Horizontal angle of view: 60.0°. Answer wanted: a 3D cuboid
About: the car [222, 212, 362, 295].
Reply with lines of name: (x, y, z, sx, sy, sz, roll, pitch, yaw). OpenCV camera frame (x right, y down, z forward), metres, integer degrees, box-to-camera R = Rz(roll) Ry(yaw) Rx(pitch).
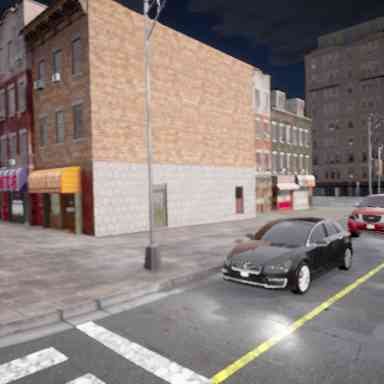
car: (2.748, 1.472, 8.870, 1.837, 1.490, 4.892, 0, 0, 42)

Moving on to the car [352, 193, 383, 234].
car: (9.479, 1.100, 16.231, 2.150, 2.045, 5.566, 0, 0, 42)
